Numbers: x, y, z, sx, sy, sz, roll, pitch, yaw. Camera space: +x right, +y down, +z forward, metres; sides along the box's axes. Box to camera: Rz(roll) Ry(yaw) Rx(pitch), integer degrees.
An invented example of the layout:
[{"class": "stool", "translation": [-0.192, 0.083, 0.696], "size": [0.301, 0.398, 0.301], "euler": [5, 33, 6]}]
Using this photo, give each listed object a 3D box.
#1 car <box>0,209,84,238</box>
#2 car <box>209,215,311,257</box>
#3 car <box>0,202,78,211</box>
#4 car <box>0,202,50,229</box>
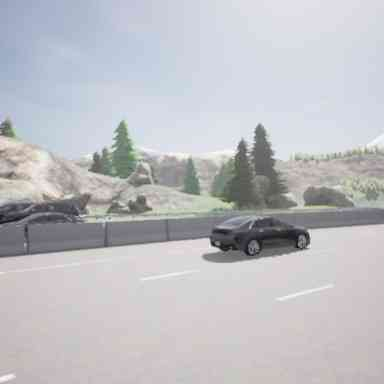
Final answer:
[{"class": "car", "translation": [-8.651, 1.976, 19.155], "size": [4.892, 1.490, 1.837], "euler": [0, -2, -36]}, {"class": "car", "translation": [3.009, 1.760, 14.202], "size": [4.892, 1.490, 1.837], "euler": [0, -2, -34]}, {"class": "car", "translation": [-11.534, 1.851, 25.723], "size": [5.566, 2.045, 2.150], "euler": [0, -1, -35]}, {"class": "car", "translation": [-14.985, 1.922, 27.554], "size": [5.566, 2.045, 2.150], "euler": [0, -1, -36]}]
